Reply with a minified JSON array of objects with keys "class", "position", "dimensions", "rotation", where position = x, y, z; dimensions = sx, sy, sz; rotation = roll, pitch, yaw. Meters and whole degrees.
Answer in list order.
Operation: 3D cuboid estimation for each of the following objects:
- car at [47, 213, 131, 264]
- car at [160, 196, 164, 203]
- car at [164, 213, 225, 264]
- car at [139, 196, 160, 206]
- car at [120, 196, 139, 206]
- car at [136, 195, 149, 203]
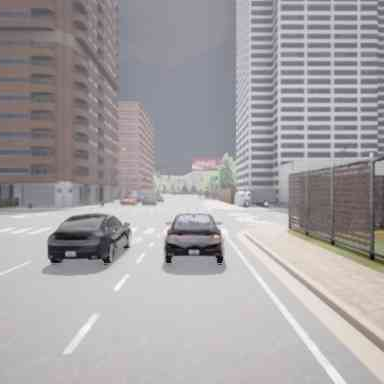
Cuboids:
[{"class":"car","position":[-3.427,1.514,11.843],"dimensions":[1.837,1.490,4.892],"rotation":[0,0,0]},{"class":"car","position":[-7.017,1.555,70.783],"dimensions":[1.837,1.490,4.892],"rotation":[0,0,0]},{"class":"car","position":[0.073,1.501,11.843],"dimensions":[2.128,1.511,4.902],"rotation":[0,0,0]},{"class":"car","position":[-7.070,1.399,55.464],"dimensions":[2.097,1.767,4.553],"rotation":[0,0,0]},{"class":"car","position":[-10.569,1.399,55.572],"dimensions":[2.097,1.767,4.553],"rotation":[0,0,0]},{"class":"car","position":[-10.517,1.530,70.847],"dimensions":[1.882,1.535,5.008],"rotation":[0,0,0]}]
